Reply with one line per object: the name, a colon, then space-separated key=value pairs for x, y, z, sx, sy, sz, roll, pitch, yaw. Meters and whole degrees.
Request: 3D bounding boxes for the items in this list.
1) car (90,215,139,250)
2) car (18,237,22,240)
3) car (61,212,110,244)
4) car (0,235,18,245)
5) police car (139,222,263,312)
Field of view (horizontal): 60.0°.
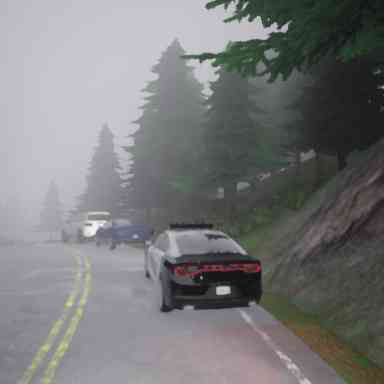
car: x=-3.889 y=2.174 z=18.023 sx=1.882 sy=1.535 sz=5.008 roll=0 pitch=-5 yaw=-29
car: x=-27.150 y=7.638 z=51.138 sx=2.033 sy=1.411 sz=5.357 roll=1 pitch=-9 yaw=-15
car: x=-7.406 y=2.520 z=23.428 sx=2.150 sy=2.045 sz=5.566 roll=3 pitch=-8 yaw=-38
car: x=-22.859 y=6.015 z=41.006 sx=1.895 sy=1.301 sz=4.718 roll=2 pitch=-10 yaw=-27
police car: x=-0.059 y=1.557 z=8.179 sx=1.930 sy=1.638 sz=5.238 roll=1 pitch=-2 yaw=-13
